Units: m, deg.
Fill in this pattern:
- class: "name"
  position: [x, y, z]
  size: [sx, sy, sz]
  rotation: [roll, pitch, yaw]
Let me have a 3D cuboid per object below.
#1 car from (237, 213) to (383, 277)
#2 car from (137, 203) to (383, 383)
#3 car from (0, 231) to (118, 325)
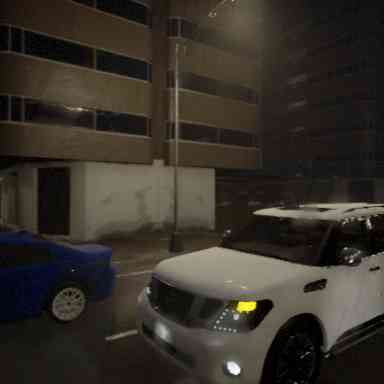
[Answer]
- class: "car"
  position: [4.190, 1.571, 11.267]
  size: [5.357, 1.411, 2.033]
  rotation: [0, 0, -35]
- class: "car"
  position: [1.922, 1.233, 5.349]
  size: [5.566, 2.045, 2.150]
  rotation: [0, 0, -35]
- class: "car"
  position: [-3.791, 1.478, 5.616]
  size: [5.008, 1.535, 1.882]
  rotation: [0, 0, -35]
